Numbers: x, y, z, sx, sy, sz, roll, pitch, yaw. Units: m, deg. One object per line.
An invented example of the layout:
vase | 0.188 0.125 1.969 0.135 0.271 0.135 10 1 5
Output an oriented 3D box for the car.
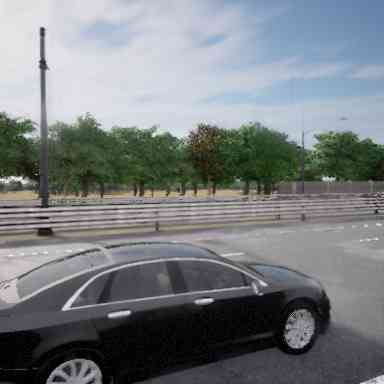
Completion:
car | -0.281 1.467 4.606 4.892 1.490 1.837 -1 1 -26
